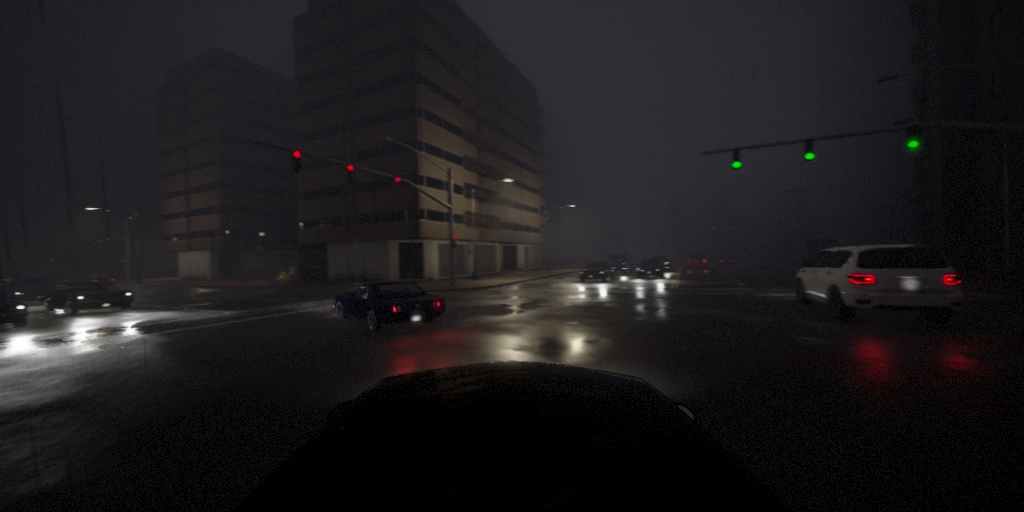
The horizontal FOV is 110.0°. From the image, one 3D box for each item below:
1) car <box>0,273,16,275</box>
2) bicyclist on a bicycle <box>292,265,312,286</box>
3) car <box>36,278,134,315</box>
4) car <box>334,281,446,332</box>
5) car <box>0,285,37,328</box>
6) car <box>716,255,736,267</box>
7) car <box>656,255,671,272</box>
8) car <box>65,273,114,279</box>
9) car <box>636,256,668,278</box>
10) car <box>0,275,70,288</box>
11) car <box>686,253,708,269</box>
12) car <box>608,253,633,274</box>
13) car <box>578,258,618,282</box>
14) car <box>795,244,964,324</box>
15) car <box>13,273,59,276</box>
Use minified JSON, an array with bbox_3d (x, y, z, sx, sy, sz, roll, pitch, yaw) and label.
[{"bbox_3d":[-51.247,2.491,36.199,4.553,1.767,2.097,-2,0,26],"label":"car"},{"bbox_3d":[-16.706,1.516,28.561,0.582,1.620,1.656,-2,0,26],"label":"bicyclist on a bicycle"},{"bbox_3d":[-19.834,1.890,16.750,4.718,1.301,1.895,-2,0,26],"label":"car"},{"bbox_3d":[-4.121,1.468,11.514,1.895,1.301,4.718,-1,0,-42],"label":"car"},{"bbox_3d":[-18.612,1.854,12.251,4.718,1.301,1.895,-2,0,26],"label":"car"},{"bbox_3d":[26.811,0.620,45.051,2.033,1.411,5.357,-2,0,26],"label":"car"},{"bbox_3d":[15.623,0.716,38.008,2.097,1.767,4.553,-2,0,26],"label":"car"},{"bbox_3d":[-41.090,2.416,35.218,5.357,1.411,2.033,-2,0,26],"label":"car"},{"bbox_3d":[11.317,0.976,29.109,1.837,1.490,4.892,-2,0,26],"label":"car"},{"bbox_3d":[-27.998,2.035,20.759,4.674,1.442,1.812,-2,0,26],"label":"car"},{"bbox_3d":[21.258,0.569,41.350,2.097,1.767,4.553,-2,0,26],"label":"car"},{"bbox_3d":[10.671,0.715,35.835,2.150,2.045,5.566,-2,0,26],"label":"car"},{"bbox_3d":[6.487,1.124,27.091,1.812,1.442,4.674,-2,0,26],"label":"car"},{"bbox_3d":[10.550,0.698,10.871,2.150,2.045,5.566,-2,0,26],"label":"car"},{"bbox_3d":[-43.489,2.494,32.447,4.181,1.385,1.994,-2,0,27],"label":"car"}]
